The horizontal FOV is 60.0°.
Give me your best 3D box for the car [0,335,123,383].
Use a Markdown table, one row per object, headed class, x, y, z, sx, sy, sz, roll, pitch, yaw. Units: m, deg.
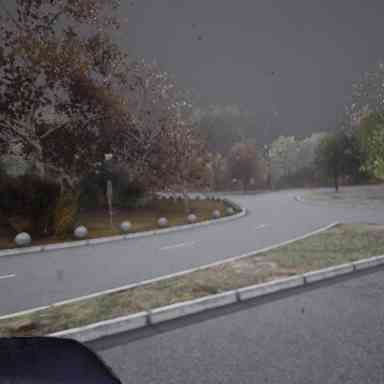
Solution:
| class | x | y | z | sx | sy | sz | roll | pitch | yaw |
| --- | --- | --- | --- | --- | --- | --- | --- | --- | --- |
| car | -2.310 | 1.577 | 1.697 | 4.181 | 1.385 | 1.994 | -1 | 1 | -36 |
